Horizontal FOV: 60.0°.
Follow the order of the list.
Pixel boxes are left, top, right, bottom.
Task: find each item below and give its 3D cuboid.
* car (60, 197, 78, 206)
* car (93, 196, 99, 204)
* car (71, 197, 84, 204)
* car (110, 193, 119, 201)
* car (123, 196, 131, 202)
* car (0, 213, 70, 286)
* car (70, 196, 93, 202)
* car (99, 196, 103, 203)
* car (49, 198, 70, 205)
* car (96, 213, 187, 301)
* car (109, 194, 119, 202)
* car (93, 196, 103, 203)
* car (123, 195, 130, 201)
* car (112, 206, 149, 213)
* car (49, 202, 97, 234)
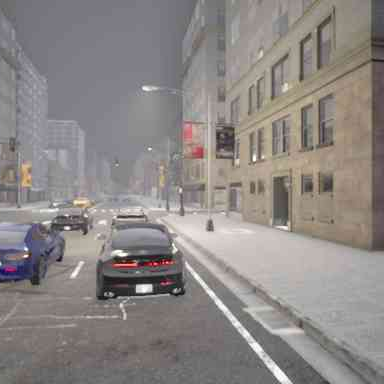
[{"bbox_3d":[-21.249,1.691,57.761,2.033,1.411,5.357,0,0,-10],"label":"car"},{"bbox_3d":[-17.986,1.494,58.044,2.097,1.767,4.553,0,0,-12],"label":"car"},{"bbox_3d":[-23.143,1.760,67.608,1.895,1.301,4.718,0,0,-11],"label":"car"},{"bbox_3d":[-20.811,1.428,89.217,2.150,2.045,5.566,0,0,-11],"label":"car"},{"bbox_3d":[-15.670,1.778,80.020,1.895,1.301,4.718,0,0,-11],"label":"car"},{"bbox_3d":[-4.799,1.548,9.199,1.812,1.442,4.674,0,0,-11],"label":"car"},{"bbox_3d":[-16.211,1.599,48.952,1.882,1.535,5.008,0,0,-11],"label":"car"},{"bbox_3d":[-19.840,1.715,67.660,1.994,1.385,4.181,0,0,-11],"label":"car"},{"bbox_3d":[-19.425,1.613,48.186,2.128,1.511,4.902,0,0,-14],"label":"car"},{"bbox_3d":[-1.347,1.523,8.480,1.837,1.490,4.892,0,0,-11],"label":"car"},{"bbox_3d":[-18.800,1.683,79.095,1.837,1.490,4.892,0,0,-11],"label":"car"},{"bbox_3d":[-21.806,1.657,77.550,1.837,1.490,4.892,0,0,-11],"label":"car"},{"bbox_3d":[-17.617,1.680,89.821,1.882,1.535,5.008,0,0,-11],"label":"car"},{"bbox_3d":[-3.397,1.533,18.335,2.128,1.511,4.902,0,0,-11],"label":"car"},{"bbox_3d":[-6.799,1.552,19.159,1.837,1.490,4.892,0,0,-12],"label":"car"}]
